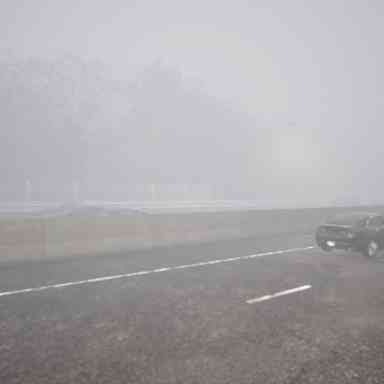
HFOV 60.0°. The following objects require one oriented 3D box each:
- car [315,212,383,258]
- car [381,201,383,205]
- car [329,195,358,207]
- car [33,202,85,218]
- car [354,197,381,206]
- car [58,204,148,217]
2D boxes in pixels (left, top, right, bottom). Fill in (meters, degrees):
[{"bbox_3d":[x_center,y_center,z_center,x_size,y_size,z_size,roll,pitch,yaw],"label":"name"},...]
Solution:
[{"bbox_3d":[6.833,1.567,13.042,4.892,1.490,1.837,0,0,-35],"label":"car"},{"bbox_3d":[28.592,1.737,45.806,4.892,1.490,1.837,0,0,-35],"label":"car"},{"bbox_3d":[23.256,1.447,50.570,5.566,2.045,2.150,0,0,-34],"label":"car"},{"bbox_3d":[-6.839,1.578,20.607,5.357,1.411,2.033,0,0,-36],"label":"car"},{"bbox_3d":[26.370,1.778,48.504,5.357,1.411,2.033,0,0,-35],"label":"car"},{"bbox_3d":[-4.152,1.581,18.224,5.357,1.411,2.033,0,0,-35],"label":"car"}]
